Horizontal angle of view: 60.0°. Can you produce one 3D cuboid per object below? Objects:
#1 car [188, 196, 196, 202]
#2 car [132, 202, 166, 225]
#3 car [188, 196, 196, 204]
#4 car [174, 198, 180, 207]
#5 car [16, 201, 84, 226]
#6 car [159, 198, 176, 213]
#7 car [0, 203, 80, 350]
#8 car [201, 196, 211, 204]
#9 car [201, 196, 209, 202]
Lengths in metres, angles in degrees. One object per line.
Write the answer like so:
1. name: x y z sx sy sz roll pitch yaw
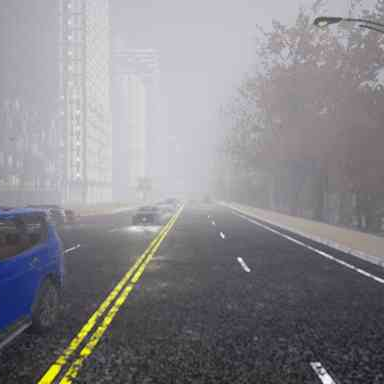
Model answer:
1. car: 0.018 1.780 85.124 1.812 1.442 4.674 0 0 0
2. car: -3.356 1.742 25.477 1.994 1.385 4.181 -1 0 0
3. car: 0.016 1.860 74.730 2.033 1.411 5.357 0 0 0
4. car: -3.339 1.732 52.430 1.837 1.490 4.892 0 0 -1
5. car: -11.022 1.627 25.826 4.553 1.767 2.097 -1 0 18
6. car: -3.339 1.773 40.350 1.895 1.301 4.718 0 0 0
7. car: -3.349 1.239 3.826 2.150 2.045 5.566 0 0 0
8. car: 3.264 1.820 74.729 1.837 1.490 4.892 0 0 0
9. car: 3.268 1.734 85.123 1.882 1.535 5.008 0 0 0
